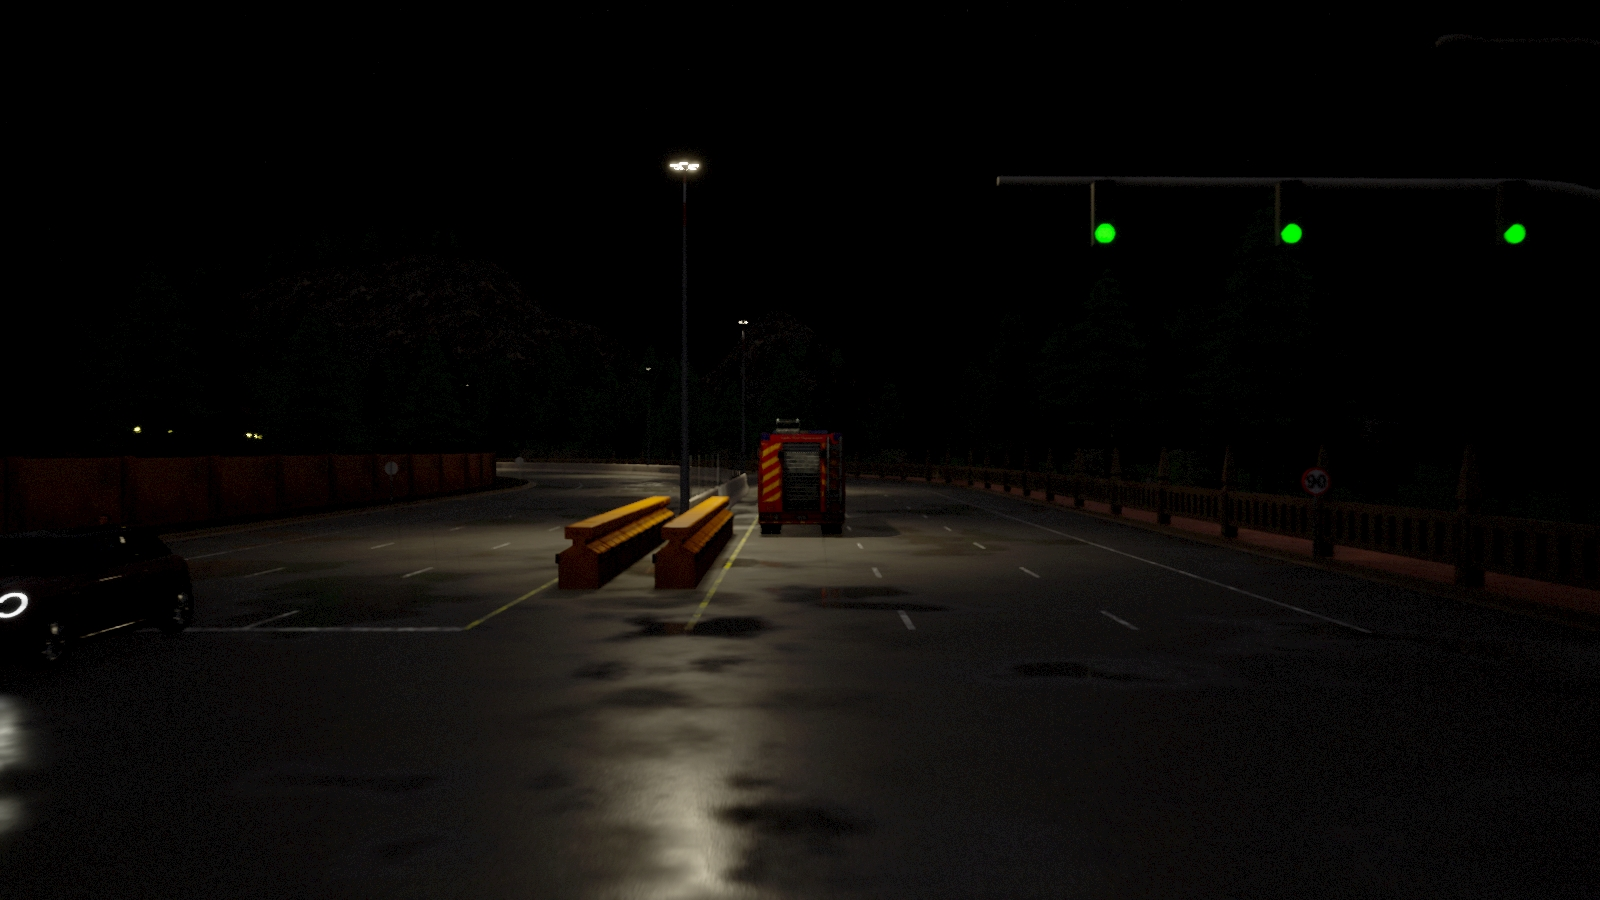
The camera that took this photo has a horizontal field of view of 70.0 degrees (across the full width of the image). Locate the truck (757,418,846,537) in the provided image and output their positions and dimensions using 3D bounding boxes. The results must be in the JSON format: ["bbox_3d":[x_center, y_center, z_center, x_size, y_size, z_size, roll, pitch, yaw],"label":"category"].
[{"bbox_3d":[0.031,0.889,41.177,2.891,3.827,8.468,0,0,0],"label":"truck"}]

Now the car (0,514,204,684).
[{"bbox_3d":[-10.520,1.905,15.888,2.097,1.767,4.553,0,0,0],"label":"car"}]
